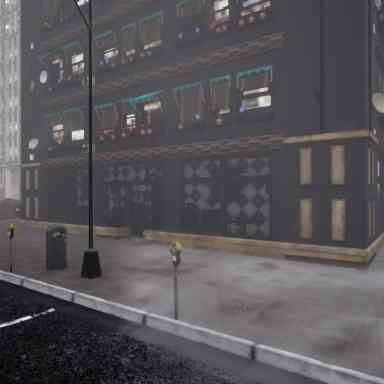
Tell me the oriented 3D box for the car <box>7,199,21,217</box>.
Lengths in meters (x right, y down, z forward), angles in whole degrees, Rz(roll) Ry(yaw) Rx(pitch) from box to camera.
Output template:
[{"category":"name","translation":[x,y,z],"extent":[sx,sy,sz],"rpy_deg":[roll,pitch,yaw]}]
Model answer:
[{"category":"car","translation":[-11.432,1.282,25.742],"extent":[1.947,1.339,4.313],"rpy_deg":[1,1,35]}]

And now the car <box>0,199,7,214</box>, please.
[{"category":"car","translation":[-16.195,1.308,29.054],"extent":[1.994,1.385,4.181],"rpy_deg":[0,1,35]}]
